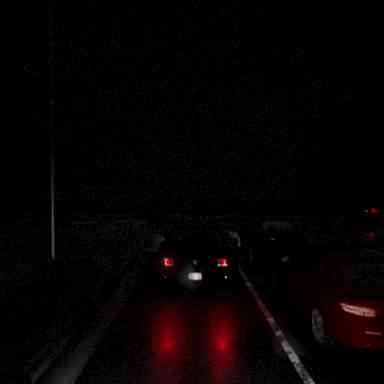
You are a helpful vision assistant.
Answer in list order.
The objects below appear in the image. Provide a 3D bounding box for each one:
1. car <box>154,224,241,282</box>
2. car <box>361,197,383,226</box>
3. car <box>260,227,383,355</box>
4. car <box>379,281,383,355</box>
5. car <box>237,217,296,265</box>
[{"bbox_3d":[0.089,1.591,9.640,1.895,1.301,4.718,0,0,0],"label":"car"},{"bbox_3d":[14.233,1.377,21.992,5.566,2.045,2.150,1,1,2],"label":"car"},{"bbox_3d":[2.623,1.576,5.987,1.802,1.307,4.206,-1,0,0],"label":"car"},{"bbox_3d":[2.622,1.525,0.624,1.752,1.417,4.829,-1,0,0],"label":"car"},{"bbox_3d":[2.623,1.540,11.519,2.008,1.369,4.403,-1,0,0],"label":"car"}]
